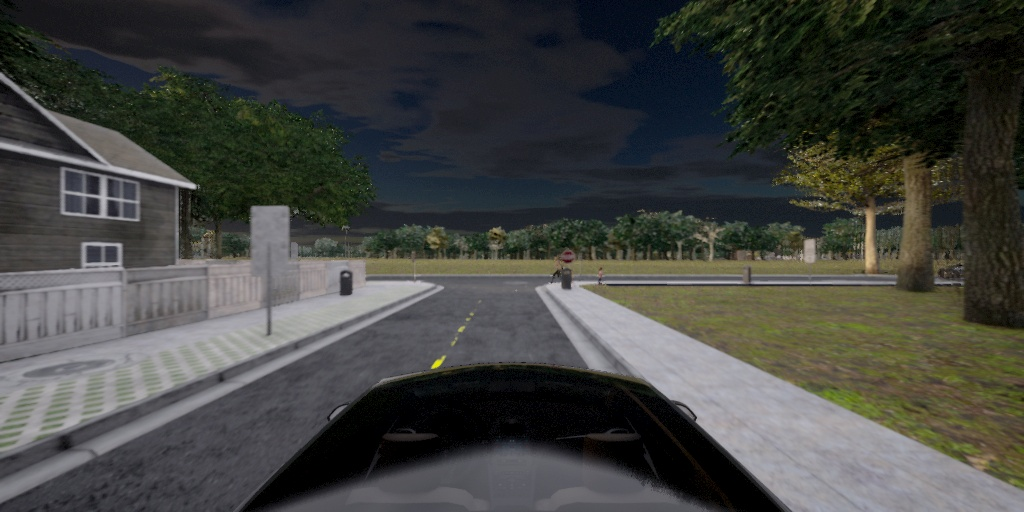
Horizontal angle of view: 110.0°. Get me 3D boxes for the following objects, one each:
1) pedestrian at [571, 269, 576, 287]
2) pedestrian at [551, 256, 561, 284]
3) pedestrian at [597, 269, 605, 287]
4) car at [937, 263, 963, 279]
[{"bbox_3d":[3.504,1.254,20.989,0.500,1.100,0.500,0,0,0],"label":"pedestrian"},{"bbox_3d":[2.749,0.873,22.189,0.375,1.860,0.375,0,0,0],"label":"pedestrian"},{"bbox_3d":[5.330,0.909,21.589,0.375,1.860,0.375,0,0,0],"label":"pedestrian"},{"bbox_3d":[39.444,1.280,30.596,4.892,1.490,1.837,1,0,1],"label":"car"}]
